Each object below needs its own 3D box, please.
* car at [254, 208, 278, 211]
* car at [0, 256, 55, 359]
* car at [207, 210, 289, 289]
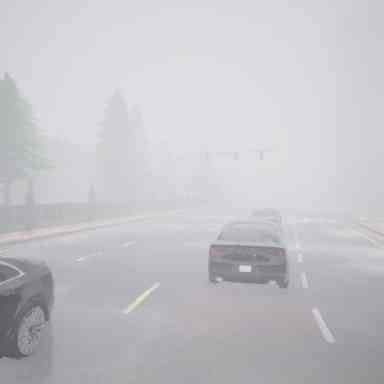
[{"bbox_3d":[4.263,1.617,19.262,2.033,1.411,5.357,0,0,16],"label":"car"},{"bbox_3d":[-3.224,1.469,3.237,2.128,1.511,4.902,0,0,6],"label":"car"},{"bbox_3d":[1.695,1.508,9.511,1.882,1.535,5.008,0,0,13],"label":"car"}]
